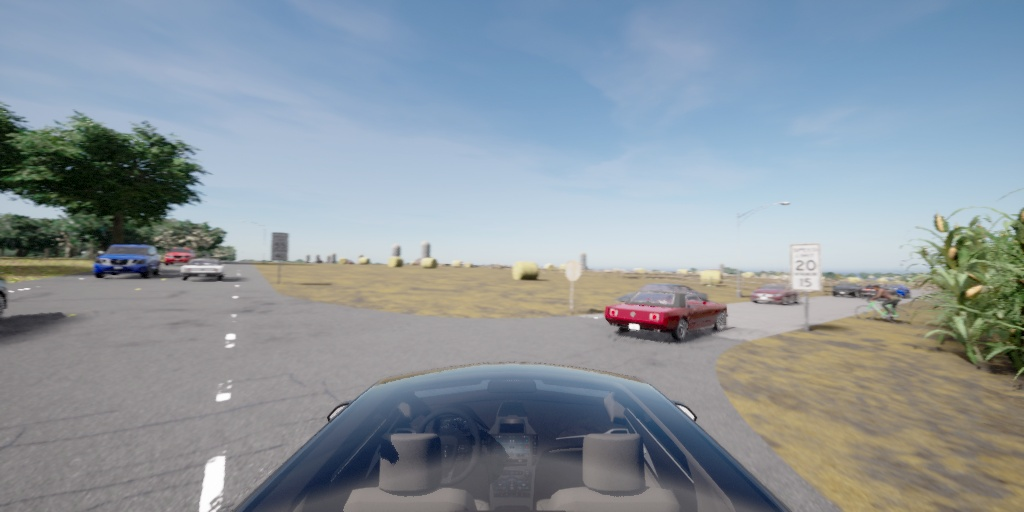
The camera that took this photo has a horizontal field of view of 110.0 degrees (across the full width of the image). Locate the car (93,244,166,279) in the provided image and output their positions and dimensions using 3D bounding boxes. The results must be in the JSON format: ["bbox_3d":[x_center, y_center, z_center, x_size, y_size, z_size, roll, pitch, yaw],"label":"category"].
[{"bbox_3d":[-23.753,0.294,22.362,2.150,2.045,5.566,2,-1,-37],"label":"car"}]

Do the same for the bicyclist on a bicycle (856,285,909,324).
[{"bbox_3d":[16.191,2.098,15.709,0.582,1.620,1.656,3,-1,-37],"label":"bicyclist on a bicycle"}]

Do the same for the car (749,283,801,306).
[{"bbox_3d":[18.264,2.586,24.780,4.674,1.442,1.812,3,-3,-37],"label":"car"}]

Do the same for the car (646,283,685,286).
[{"bbox_3d":[6.879,1.954,16.177,5.357,1.411,2.033,3,-3,-36],"label":"car"}]

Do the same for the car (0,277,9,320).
[{"bbox_3d":[-12.084,0.844,6.870,2.128,1.511,4.902,2,0,-37],"label":"car"}]

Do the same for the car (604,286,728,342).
[{"bbox_3d":[4.994,1.735,11.200,4.718,1.301,1.895,4,-4,-41],"label":"car"}]

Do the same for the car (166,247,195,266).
[{"bbox_3d":[-37.487,0.049,40.660,2.150,2.045,5.566,2,-1,-37],"label":"car"}]

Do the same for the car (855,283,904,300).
[{"bbox_3d":[33.815,3.303,32.978,4.902,1.511,2.128,3,-3,-36],"label":"car"}]

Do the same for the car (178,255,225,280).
[{"bbox_3d":[-19.501,0.811,22.840,1.895,1.301,4.718,2,-1,-37],"label":"car"}]

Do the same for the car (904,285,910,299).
[{"bbox_3d":[41.834,3.782,39.124,5.008,1.535,1.882,4,-4,-37],"label":"car"}]

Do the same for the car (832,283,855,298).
[{"bbox_3d":[35.274,3.549,37.604,5.008,1.535,1.882,4,-4,-37],"label":"car"}]
